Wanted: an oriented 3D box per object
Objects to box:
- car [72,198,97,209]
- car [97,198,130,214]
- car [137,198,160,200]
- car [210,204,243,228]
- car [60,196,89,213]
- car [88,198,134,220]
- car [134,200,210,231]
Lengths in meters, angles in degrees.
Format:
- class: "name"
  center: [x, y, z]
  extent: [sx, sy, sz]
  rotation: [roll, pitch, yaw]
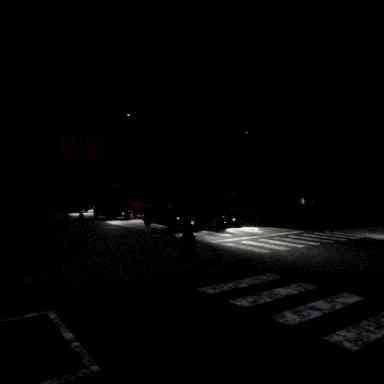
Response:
- class: "car"
  center: [-14.430, 1.534, 44.475]
  extent: [1.895, 1.301, 4.718]
  rotation: [0, 0, -35]
- class: "car"
  center: [-8.669, 1.473, 36.404]
  extent: [1.812, 1.442, 4.674]
  rotation: [0, 0, -36]
- class: "car"
  center: [-3.540, 1.313, 29.248]
  extent: [2.097, 1.767, 4.553]
  rotation: [0, 0, -36]
- class: "car"
  center: [1.446, 1.538, 22.303]
  extent: [1.994, 1.385, 4.181]
  rotation: [0, 0, -36]
- class: "car"
  center: [-13.118, 1.495, 37.009]
  extent: [2.033, 1.411, 5.357]
  rotation: [0, 0, -36]
- class: "car"
  center: [-6.898, 1.468, 28.352]
  extent: [1.837, 1.490, 4.892]
  rotation: [0, 0, -36]
- class: "car"
  center: [-1.407, 1.469, 20.706]
  extent: [2.128, 1.511, 4.902]
  rotation: [0, 0, -36]
